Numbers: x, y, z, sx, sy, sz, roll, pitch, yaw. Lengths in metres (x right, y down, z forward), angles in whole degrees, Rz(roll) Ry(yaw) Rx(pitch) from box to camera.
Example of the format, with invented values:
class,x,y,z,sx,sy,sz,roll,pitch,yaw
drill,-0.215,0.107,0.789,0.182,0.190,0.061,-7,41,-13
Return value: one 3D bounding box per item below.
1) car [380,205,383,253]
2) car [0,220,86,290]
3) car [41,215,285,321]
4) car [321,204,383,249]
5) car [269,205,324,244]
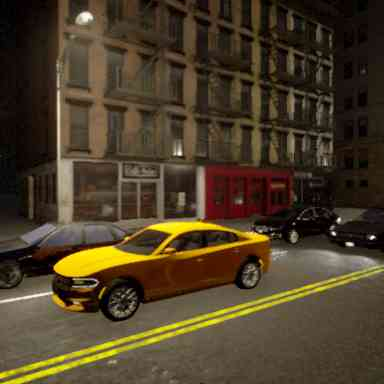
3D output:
class,x,y,z,sx,sy,sz,roll,pitch,yaw
car,7.031,1.242,8.456,4.553,1.767,2.097,-1,0,-36
car,-3.369,1.521,9.262,5.357,1.411,2.033,-1,0,-35
car,-0.401,1.437,7.381,5.008,1.535,1.882,-1,0,-35
car,7.667,1.405,13.129,5.357,1.411,2.033,-1,0,-35
car,4.811,1.374,15.083,4.892,1.490,1.837,-1,0,-35
